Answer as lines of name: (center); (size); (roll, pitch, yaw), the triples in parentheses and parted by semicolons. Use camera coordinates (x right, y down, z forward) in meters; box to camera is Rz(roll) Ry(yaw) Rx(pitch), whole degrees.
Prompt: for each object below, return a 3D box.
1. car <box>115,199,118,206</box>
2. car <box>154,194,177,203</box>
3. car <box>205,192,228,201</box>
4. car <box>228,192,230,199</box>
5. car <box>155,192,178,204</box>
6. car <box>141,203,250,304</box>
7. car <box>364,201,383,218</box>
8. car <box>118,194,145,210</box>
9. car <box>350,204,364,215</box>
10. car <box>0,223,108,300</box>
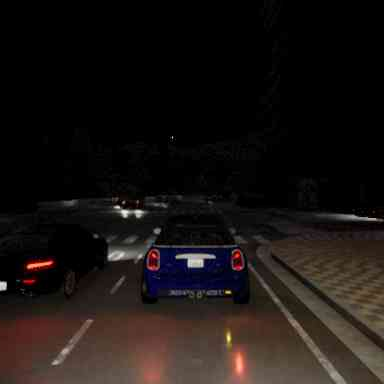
car: (-10.008, 1.162, 50.656); (2.097, 1.767, 4.553); (0, 0, 8)
car: (-5.122, 1.232, 65.414); (1.882, 1.535, 5.008); (0, 0, 32)
car: (4.963, 1.256, 71.665); (4.674, 1.442, 1.812); (0, 0, -38)
car: (6.214, 0.936, 76.738); (5.566, 2.045, 2.150); (0, 0, -33)
car: (-4.514, 1.001, 58.984); (2.150, 2.045, 5.566); (0, 0, 23)
car: (0.068, 1.321, 8.253); (2.097, 1.767, 4.553); (0, 0, 0)
car: (16.996, 1.515, 27.485); (4.181, 1.385, 1.994); (0, 0, 0)
car: (-7.070, 1.202, 40.474); (2.097, 1.767, 4.553); (0, 0, 1)
car: (17.046, 1.503, 30.987); (4.181, 1.385, 1.994); (0, 0, 0)
car: (-3.431, 1.495, 8.207); (1.812, 1.442, 4.674); (0, 0, 0)
